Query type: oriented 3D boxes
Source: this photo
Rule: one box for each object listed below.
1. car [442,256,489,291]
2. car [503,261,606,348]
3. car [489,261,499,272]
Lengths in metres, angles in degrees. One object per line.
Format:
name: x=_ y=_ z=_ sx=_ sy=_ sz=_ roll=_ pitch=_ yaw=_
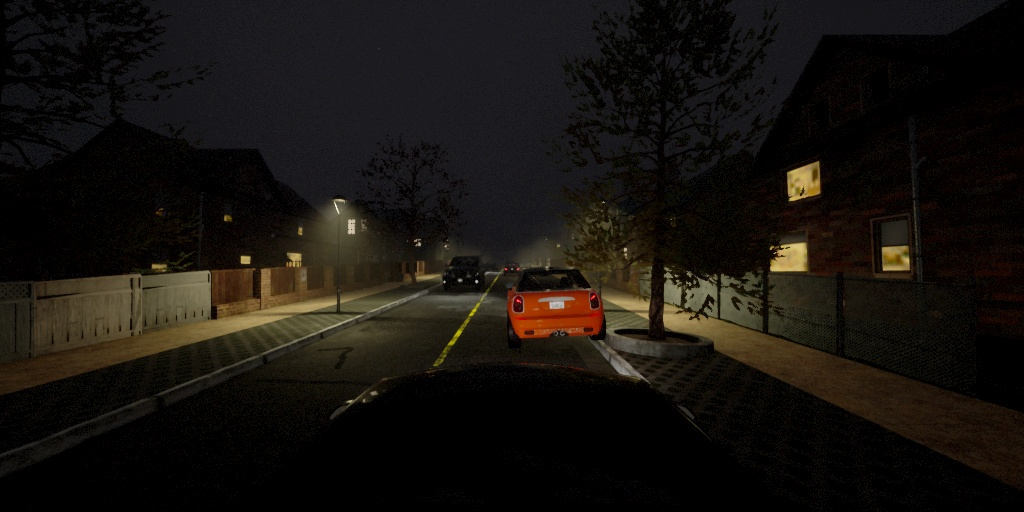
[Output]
car: x=-2.881 y=1.001 z=22.628 sx=2.150 sy=2.045 sz=5.566 roll=0 pitch=0 yaw=0
car: x=0.911 y=1.060 z=9.443 sx=2.097 sy=1.767 sz=4.553 roll=-3 pitch=-1 yaw=0
car: x=-2.819 y=1.401 z=47.873 sx=1.994 sy=1.385 sz=4.181 roll=0 pitch=0 yaw=0
